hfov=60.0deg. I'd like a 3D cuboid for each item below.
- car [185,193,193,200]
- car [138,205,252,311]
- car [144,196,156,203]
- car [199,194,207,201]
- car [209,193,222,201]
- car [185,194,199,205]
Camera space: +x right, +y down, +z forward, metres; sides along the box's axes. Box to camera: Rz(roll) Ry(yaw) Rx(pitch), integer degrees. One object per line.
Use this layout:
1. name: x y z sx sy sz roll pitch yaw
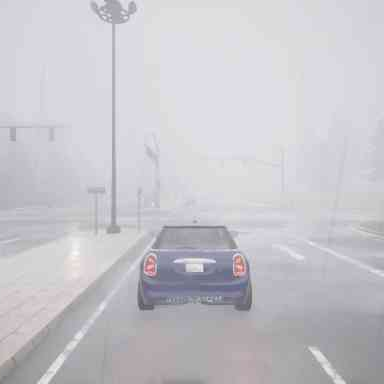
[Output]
1. car: -0.899 1.189 95.625 2.150 2.045 5.566 0 0 -1
2. car: 0.063 1.352 7.946 2.097 1.767 4.553 0 0 0
3. car: -8.435 1.507 67.125 1.837 1.490 4.892 0 -1 -1
4. car: 2.775 1.513 85.331 1.812 1.442 4.674 0 0 -1
5. car: 6.280 1.215 85.063 2.150 2.045 5.566 0 0 -1
6. car: -0.210 1.526 54.766 1.812 1.442 4.674 0 0 -1
